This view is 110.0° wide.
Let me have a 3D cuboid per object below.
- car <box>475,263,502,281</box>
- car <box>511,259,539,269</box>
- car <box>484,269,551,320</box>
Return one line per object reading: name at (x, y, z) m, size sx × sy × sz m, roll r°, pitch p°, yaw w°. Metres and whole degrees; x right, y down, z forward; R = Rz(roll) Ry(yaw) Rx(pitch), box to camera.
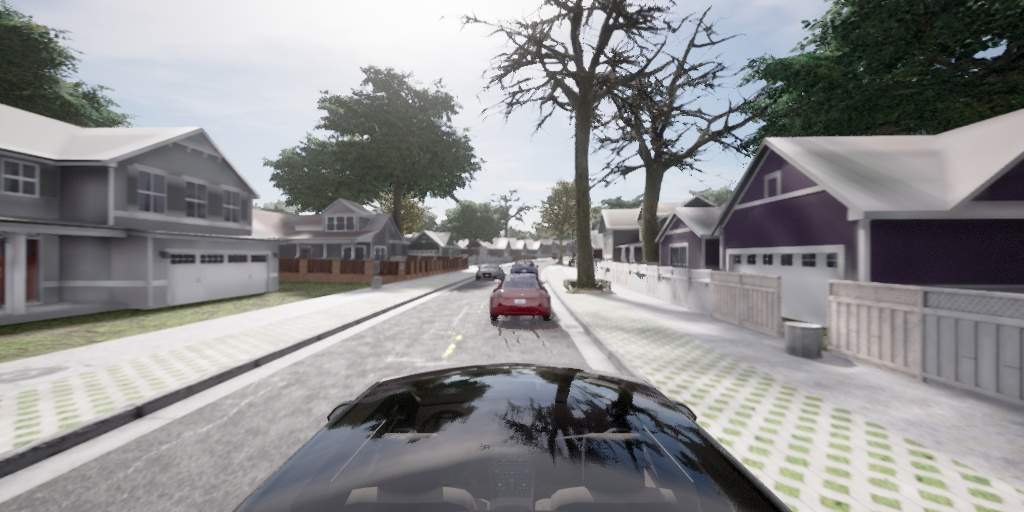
car at (-1.803, 1.294, 29.648) m, size 1.994 × 1.385 × 4.181 m, roll 0°, pitch 0°, yaw 4°
car at (1.003, 1.088, 27.675) m, size 2.097 × 1.767 × 4.553 m, roll 0°, pitch 0°, yaw 4°
car at (0.301, 1.320, 12.728) m, size 1.994 × 1.385 × 4.181 m, roll 0°, pitch 0°, yaw 2°
